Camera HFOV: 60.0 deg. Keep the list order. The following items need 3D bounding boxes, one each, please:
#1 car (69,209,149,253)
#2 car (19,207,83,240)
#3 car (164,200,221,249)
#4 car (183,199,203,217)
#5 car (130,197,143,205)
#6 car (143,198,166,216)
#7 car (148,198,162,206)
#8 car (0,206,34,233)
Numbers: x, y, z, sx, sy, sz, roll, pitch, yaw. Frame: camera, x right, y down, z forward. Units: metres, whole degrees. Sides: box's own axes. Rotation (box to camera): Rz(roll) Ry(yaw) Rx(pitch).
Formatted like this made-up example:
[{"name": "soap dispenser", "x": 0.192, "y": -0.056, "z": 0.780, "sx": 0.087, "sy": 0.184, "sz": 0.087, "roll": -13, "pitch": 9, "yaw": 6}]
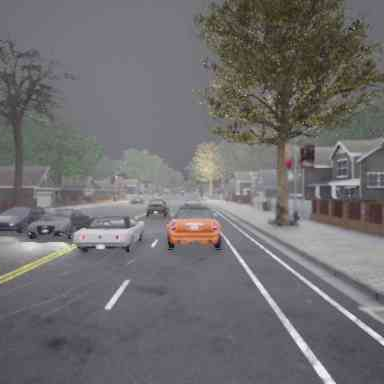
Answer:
[{"name": "car", "x": -3.160, "y": 1.604, "z": 13.727, "sx": 1.895, "sy": 1.301, "sz": 4.718, "roll": 0, "pitch": 0, "yaw": 0}, {"name": "car", "x": -6.613, "y": 1.568, "z": 16.972, "sx": 1.994, "sy": 1.385, "sz": 4.181, "roll": 0, "pitch": 0, "yaw": 0}, {"name": "car", "x": 0.088, "y": 1.355, "z": 14.680, "sx": 2.097, "sy": 1.767, "sz": 4.553, "roll": 0, "pitch": 0, "yaw": 0}, {"name": "car", "x": 0.079, "y": 1.497, "z": 32.960, "sx": 1.882, "sy": 1.535, "sz": 5.008, "roll": 0, "pitch": 0, "yaw": 0}, {"name": "car", "x": -9.828, "y": 1.636, "z": 60.140, "sx": 2.033, "sy": 1.411, "sz": 5.357, "roll": 0, "pitch": 0, "yaw": 1}, {"name": "car", "x": -3.177, "y": 1.522, "z": 31.507, "sx": 1.837, "sy": 1.490, "sz": 4.892, "roll": 0, "pitch": 0, "yaw": 0}, {"name": "car", "x": -6.583, "y": 1.687, "z": 59.530, "sx": 1.895, "sy": 1.301, "sz": 4.718, "roll": 0, "pitch": 0, "yaw": 1}, {"name": "car", "x": -9.866, "y": 1.554, "z": 19.470, "sx": 2.033, "sy": 1.411, "sz": 5.357, "roll": 0, "pitch": 0, "yaw": 0}]
